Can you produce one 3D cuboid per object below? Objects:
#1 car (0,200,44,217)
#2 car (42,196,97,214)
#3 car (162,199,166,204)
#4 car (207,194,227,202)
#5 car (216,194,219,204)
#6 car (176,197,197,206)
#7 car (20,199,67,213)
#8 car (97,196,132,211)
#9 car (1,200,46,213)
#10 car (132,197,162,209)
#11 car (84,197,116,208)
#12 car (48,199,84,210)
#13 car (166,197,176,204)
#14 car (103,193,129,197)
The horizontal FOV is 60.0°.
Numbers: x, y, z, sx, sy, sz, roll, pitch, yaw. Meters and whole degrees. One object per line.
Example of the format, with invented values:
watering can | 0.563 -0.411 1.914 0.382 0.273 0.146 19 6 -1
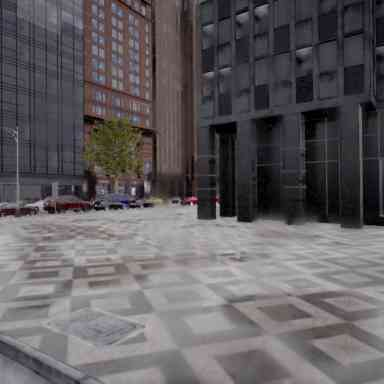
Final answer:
car | -16.013 1.577 29.816 1.802 1.307 4.206 -1 0 35
car | -12.811 1.291 34.457 2.192 1.841 5.009 -1 0 35
car | -7.099 1.546 57.723 1.752 1.417 4.829 -1 0 35
car | 5.816 1.297 76.426 2.192 1.841 5.009 -1 0 35
car | 3.211 1.223 57.655 2.192 1.841 5.009 -1 0 35
car | 0.008 1.463 53.014 1.887 1.381 4.507 -1 0 35
car | -17.051 1.568 38.465 1.812 1.442 4.674 -1 0 34
car | -9.604 1.525 39.095 1.947 1.339 4.313 -1 0 35
car | -19.821 1.643 39.303 1.947 1.339 4.313 -1 0 35
car | -6.400 1.510 43.734 1.947 1.339 4.313 -1 0 35
car | -13.413 1.485 48.583 1.967 1.590 4.097 -1 0 35
car | -16.616 1.643 43.943 1.802 1.307 4.206 -1 0 35
car | -3.797 1.575 62.504 1.947 1.339 4.313 -1 0 35
car | -9.404 1.199 43.915 2.150 2.045 5.566 -1 0 35
